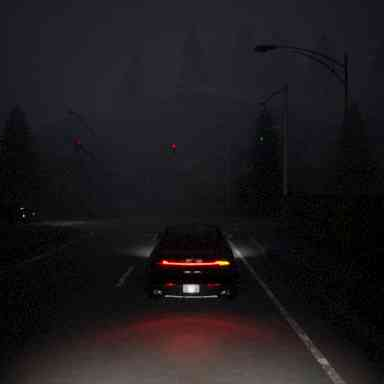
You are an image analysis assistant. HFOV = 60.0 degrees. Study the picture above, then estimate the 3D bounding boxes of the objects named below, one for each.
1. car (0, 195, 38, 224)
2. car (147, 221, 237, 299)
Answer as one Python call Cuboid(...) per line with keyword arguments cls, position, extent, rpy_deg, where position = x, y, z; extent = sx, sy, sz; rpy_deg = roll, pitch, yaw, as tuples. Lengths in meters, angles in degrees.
Cuboid(cls="car", position=(-14.194, 1.221, 24.071), extent=(5.566, 2.045, 2.150), rpy_deg=(0, 0, 1))
Cuboid(cls="car", position=(0.026, 1.505, 8.458), extent=(1.837, 1.490, 4.892), rpy_deg=(0, 0, 1))
